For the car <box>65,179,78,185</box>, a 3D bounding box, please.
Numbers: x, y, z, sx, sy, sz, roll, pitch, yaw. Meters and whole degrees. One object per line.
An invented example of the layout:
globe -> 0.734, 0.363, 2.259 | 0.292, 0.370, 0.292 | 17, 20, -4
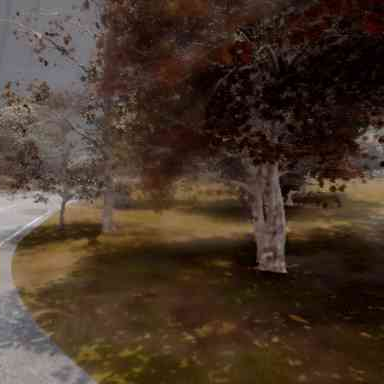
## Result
car -> -19.136, -1.542, 52.255 | 1.994, 1.385, 4.181 | 0, 4, -6
